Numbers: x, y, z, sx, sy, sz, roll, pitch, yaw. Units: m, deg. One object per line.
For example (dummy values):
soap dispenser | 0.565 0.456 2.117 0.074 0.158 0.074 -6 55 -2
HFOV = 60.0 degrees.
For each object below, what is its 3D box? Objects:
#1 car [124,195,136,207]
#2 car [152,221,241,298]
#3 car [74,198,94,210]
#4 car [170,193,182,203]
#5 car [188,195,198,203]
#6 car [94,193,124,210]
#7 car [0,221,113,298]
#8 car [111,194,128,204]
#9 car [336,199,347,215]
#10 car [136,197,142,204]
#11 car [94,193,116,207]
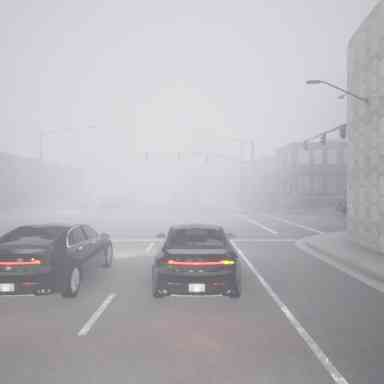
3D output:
car | -10.429 1.350 51.082 2.097 1.767 4.553 0 0 0
car | 0.105 1.505 8.509 1.837 1.490 4.892 0 0 0
car | -13.952 1.490 43.723 2.128 1.511 4.902 0 0 0
car | -3.288 1.219 68.287 2.150 2.045 5.566 0 0 0
car | 0.212 1.349 68.220 2.097 1.767 4.553 0 0 0
car | -10.459 1.350 42.222 2.097 1.767 4.553 0 0 0
car | -3.395 1.505 8.525 1.837 1.490 4.892 0 0 0
car | -13.843 1.350 63.846 2.097 1.767 4.553 0 0 1
car | 14.906 0.763 27.550 5.566 2.045 2.150 -5 0 0
car | -10.372 1.562 60.975 1.994 1.385 4.181 0 0 1
car | -13.914 1.219 53.680 2.150 2.045 5.566 0 0 0
